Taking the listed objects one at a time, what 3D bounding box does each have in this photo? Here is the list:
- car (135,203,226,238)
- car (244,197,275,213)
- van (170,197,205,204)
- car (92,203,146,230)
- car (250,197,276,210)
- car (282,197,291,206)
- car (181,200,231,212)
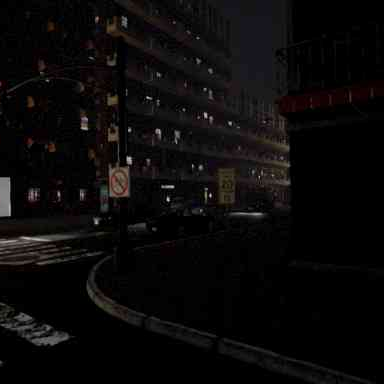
[{"bbox_3d":[-0.433,1.435,16.780,2.008,1.369,4.403,-1,-1,36],"label":"car"},{"bbox_3d":[7.504,1.477,37.076,1.812,1.442,4.674,-1,-1,36],"label":"car"},{"bbox_3d":[-0.330,1.364,30.425,1.690,1.788,3.998,-1,-1,36],"label":"van"},{"bbox_3d":[-4.063,1.486,21.028,2.128,1.511,4.902,-1,-1,35],"label":"car"},{"bbox_3d":[9.428,1.430,43.993,1.967,1.590,4.097,-1,-1,36],"label":"car"},{"bbox_3d":[15.835,1.495,52.899,1.752,1.417,4.829,-1,-1,36],"label":"car"},{"bbox_3d":[1.404,1.573,28.608,1.895,1.301,4.718,-1,-1,36],"label":"car"}]
